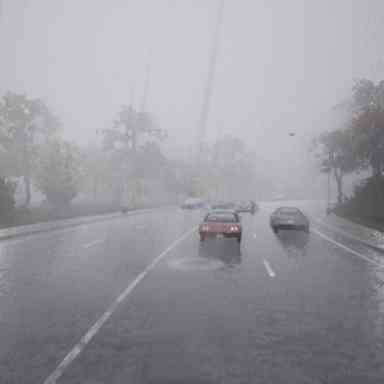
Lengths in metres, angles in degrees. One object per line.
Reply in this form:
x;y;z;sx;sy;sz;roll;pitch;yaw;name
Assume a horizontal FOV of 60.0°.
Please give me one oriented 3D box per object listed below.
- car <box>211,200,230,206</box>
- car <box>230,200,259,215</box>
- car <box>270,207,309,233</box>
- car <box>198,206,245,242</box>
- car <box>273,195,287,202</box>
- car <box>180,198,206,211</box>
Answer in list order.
3.674;1.576;39.444;1.895;1.301;4.718;0;0;20;car
5.670;1.541;33.968;2.033;1.411;5.357;0;0;18;car
5.701;1.571;19.762;1.994;1.385;4.181;0;0;11;car
1.530;1.592;16.359;1.895;1.301;4.718;0;0;9;car
20.075;1.408;75.488;1.812;1.442;4.674;1;0;37;car
0.183;1.433;39.993;1.882;1.535;5.008;0;0;20;car
